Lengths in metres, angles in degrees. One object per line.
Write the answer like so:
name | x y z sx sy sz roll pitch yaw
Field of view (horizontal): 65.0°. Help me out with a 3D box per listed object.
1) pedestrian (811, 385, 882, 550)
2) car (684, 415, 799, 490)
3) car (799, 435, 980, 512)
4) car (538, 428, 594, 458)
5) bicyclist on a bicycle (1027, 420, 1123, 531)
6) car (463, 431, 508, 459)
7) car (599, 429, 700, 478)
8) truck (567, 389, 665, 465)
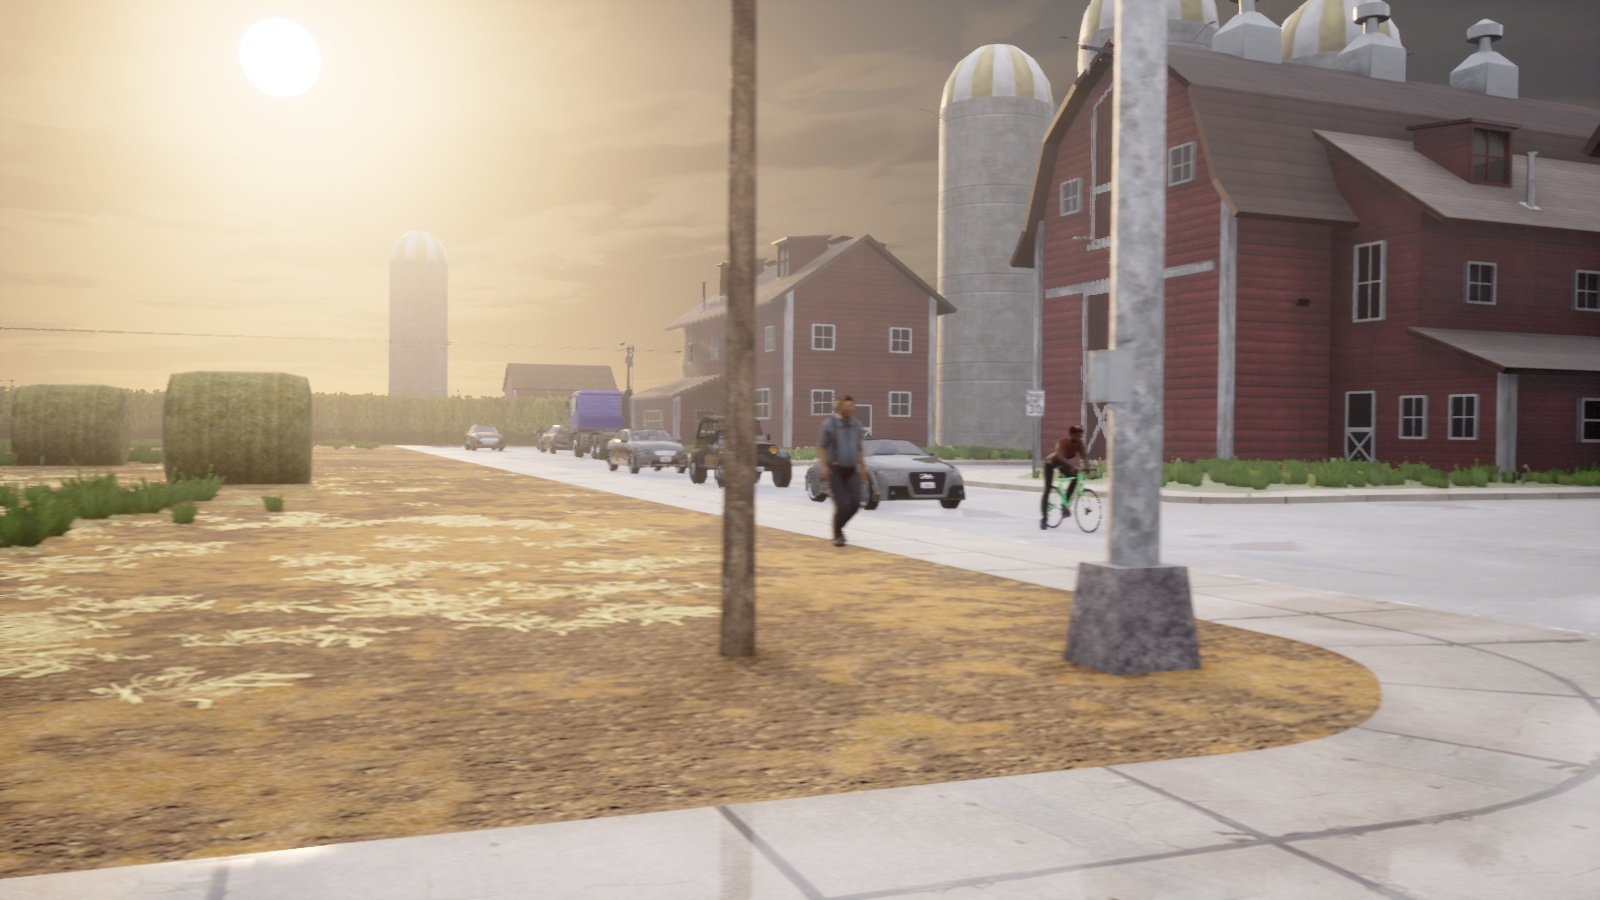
pedestrian | 0.533 0.190 14.548 0.540 1.848 0.694 -1 1 -25
car | -1.630 0.036 33.637 1.905 1.878 3.866 -1 1 -22
car | 1.706 0.402 25.427 1.994 1.385 4.181 -1 1 -22
car | -13.513 -0.415 72.199 2.242 1.667 4.611 -1 1 -22
bicyclist on a bicycle | 4.196 0.356 19.286 0.582 1.620 1.656 -2 1 -22
car | -19.484 -0.355 77.677 2.033 1.649 4.856 -1 1 -22
car | -5.144 0.076 42.282 2.128 1.511 4.902 -2 1 -22
truck | -9.125 -1.113 61.355 2.891 3.462 7.936 -1 1 -22
